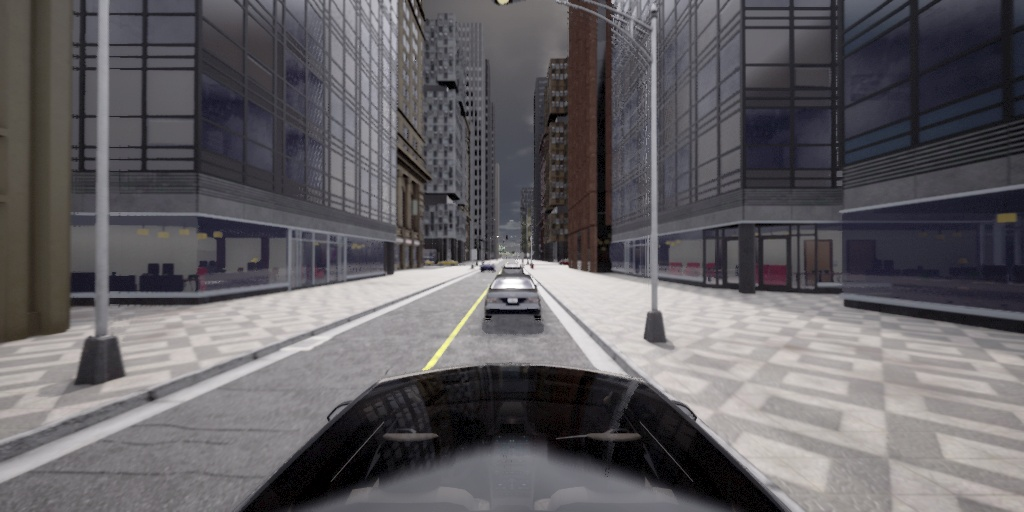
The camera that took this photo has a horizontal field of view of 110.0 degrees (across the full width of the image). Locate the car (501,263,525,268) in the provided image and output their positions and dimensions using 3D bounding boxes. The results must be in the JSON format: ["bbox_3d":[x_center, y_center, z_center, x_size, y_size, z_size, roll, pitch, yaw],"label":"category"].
[{"bbox_3d":[0.068,1.317,31.532,2.128,1.511,4.902,0,0,0],"label":"car"}]

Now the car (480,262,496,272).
[{"bbox_3d":[-3.098,1.459,46.621,1.895,1.301,4.718,0,0,0],"label":"car"}]

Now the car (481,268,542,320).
[{"bbox_3d":[0.042,1.326,12.791,2.033,1.411,5.357,0,0,1],"label":"car"}]
